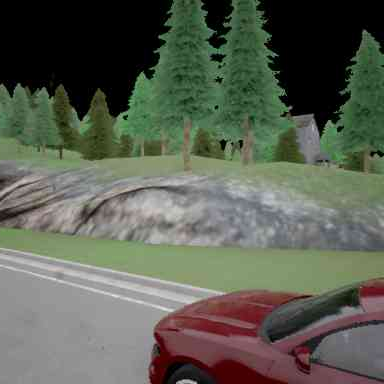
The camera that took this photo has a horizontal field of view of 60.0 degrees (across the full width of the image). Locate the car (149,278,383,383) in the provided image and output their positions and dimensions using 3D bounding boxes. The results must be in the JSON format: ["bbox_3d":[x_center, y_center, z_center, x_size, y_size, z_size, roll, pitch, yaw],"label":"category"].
[{"bbox_3d":[1.862,1.477,2.665,5.008,1.535,1.882,0,0,36],"label":"car"}]
